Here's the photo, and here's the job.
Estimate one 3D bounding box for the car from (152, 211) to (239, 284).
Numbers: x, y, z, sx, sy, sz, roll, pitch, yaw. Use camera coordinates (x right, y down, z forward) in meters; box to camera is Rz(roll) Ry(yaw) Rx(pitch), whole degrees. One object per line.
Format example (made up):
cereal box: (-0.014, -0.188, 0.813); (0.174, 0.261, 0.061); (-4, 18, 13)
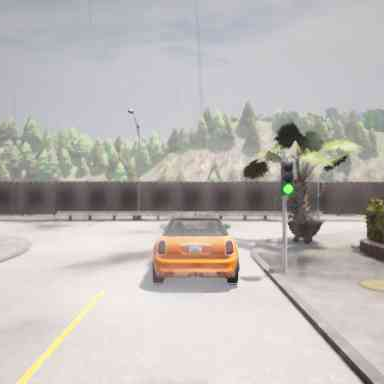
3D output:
car: (0.093, 1.354, 9.786); (2.097, 1.767, 4.553); (0, 0, 0)
